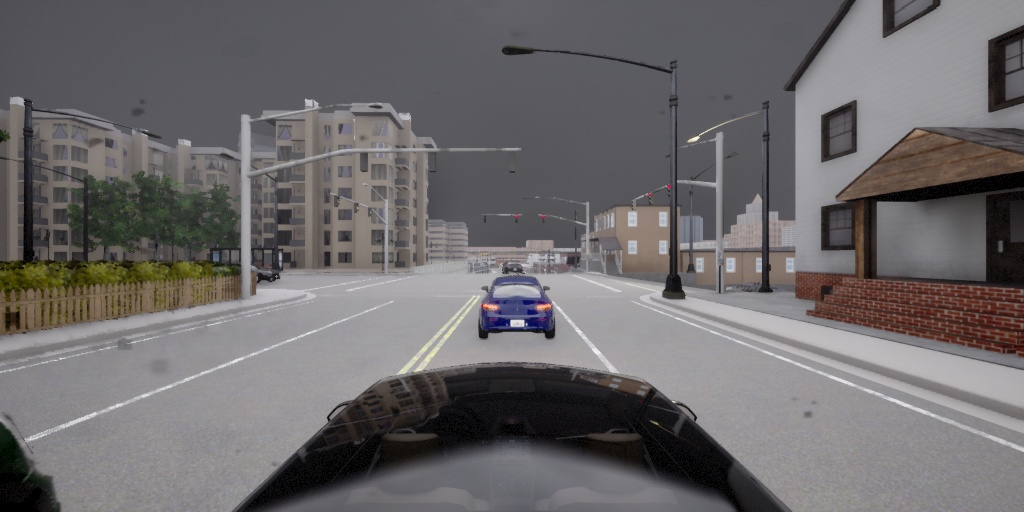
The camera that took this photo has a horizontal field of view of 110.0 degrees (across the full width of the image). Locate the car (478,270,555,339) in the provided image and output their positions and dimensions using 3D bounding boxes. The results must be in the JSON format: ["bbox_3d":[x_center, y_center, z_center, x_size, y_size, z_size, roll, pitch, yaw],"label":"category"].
[{"bbox_3d":[0.110,1.276,9.991,1.812,1.442,4.674,0,0,0],"label":"car"}]

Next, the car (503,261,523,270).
[{"bbox_3d":[0.072,1.254,38.472,1.812,1.442,4.674,-1,-2,-6],"label":"car"}]

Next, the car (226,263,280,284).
[{"bbox_3d":[-19.815,1.255,26.487,4.892,1.490,1.837,0,0,1],"label":"car"}]

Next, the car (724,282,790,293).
[{"bbox_3d":[20.264,2.946,29.628,4.902,1.511,2.128,8,0,0],"label":"car"}]
